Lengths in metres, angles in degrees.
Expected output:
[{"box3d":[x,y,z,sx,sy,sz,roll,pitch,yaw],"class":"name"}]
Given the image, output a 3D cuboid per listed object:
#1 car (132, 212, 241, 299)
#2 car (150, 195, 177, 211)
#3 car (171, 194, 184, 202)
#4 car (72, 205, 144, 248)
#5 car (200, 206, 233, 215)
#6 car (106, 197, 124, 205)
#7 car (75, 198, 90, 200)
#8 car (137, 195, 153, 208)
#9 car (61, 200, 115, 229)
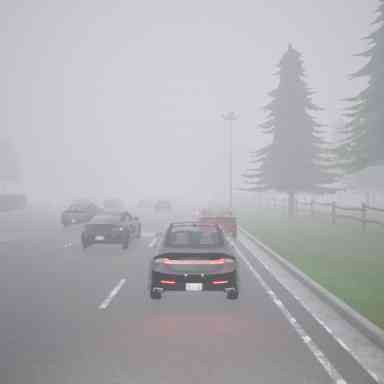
[{"box3d":[0.058,1.492,8.408,2.128,1.511,4.902,0,0,0],"class":"car"},{"box3d":[-3.370,1.491,40.163,2.128,1.511,4.902,0,0,0],"class":"car"},{"box3d":[-3.429,1.354,75.983,2.097,1.767,4.553,0,0,0],"class":"car"},{"box3d":[-3.403,1.526,14.543,1.812,1.442,4.674,0,0,0],"class":"car"},{"box3d":[1.238,1.478,17.749,1.882,1.535,5.008,0,0,0],"class":"car"},{"box3d":[-10.368,1.477,44.216,1.882,1.535,5.008,0,0,0],"class":"car"},{"box3d":[-13.870,1.491,42.362,2.128,1.511,4.902,0,0,0],"class":"car"},{"box3d":[-6.866,1.564,48.908,1.994,1.385,4.181,0,0,0],"class":"car"},{"box3d":[-6.883,1.491,21.759,2.128,1.511,4.902,0,0,0],"class":"car"}]
